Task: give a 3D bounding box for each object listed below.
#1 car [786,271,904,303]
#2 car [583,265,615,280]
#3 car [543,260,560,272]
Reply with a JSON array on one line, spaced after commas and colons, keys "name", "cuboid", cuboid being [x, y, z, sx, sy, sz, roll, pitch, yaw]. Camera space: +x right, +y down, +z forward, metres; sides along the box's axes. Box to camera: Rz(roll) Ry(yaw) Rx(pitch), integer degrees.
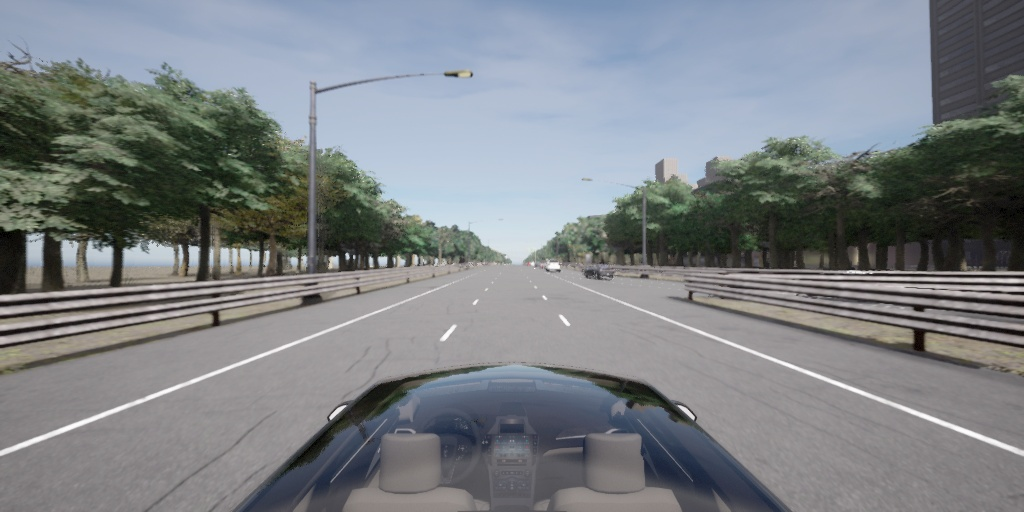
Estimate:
[{"name": "car", "cuboid": [16.178, 1.444, 17.858, 1.812, 1.442, 4.674, 0, -2, -22]}, {"name": "car", "cuboid": [9.329, 1.695, 38.815, 2.128, 1.511, 4.902, 0, -1, -11]}, {"name": "car", "cuboid": [6.963, 1.623, 61.539, 2.150, 2.045, 5.566, 0, -1, 1]}]
